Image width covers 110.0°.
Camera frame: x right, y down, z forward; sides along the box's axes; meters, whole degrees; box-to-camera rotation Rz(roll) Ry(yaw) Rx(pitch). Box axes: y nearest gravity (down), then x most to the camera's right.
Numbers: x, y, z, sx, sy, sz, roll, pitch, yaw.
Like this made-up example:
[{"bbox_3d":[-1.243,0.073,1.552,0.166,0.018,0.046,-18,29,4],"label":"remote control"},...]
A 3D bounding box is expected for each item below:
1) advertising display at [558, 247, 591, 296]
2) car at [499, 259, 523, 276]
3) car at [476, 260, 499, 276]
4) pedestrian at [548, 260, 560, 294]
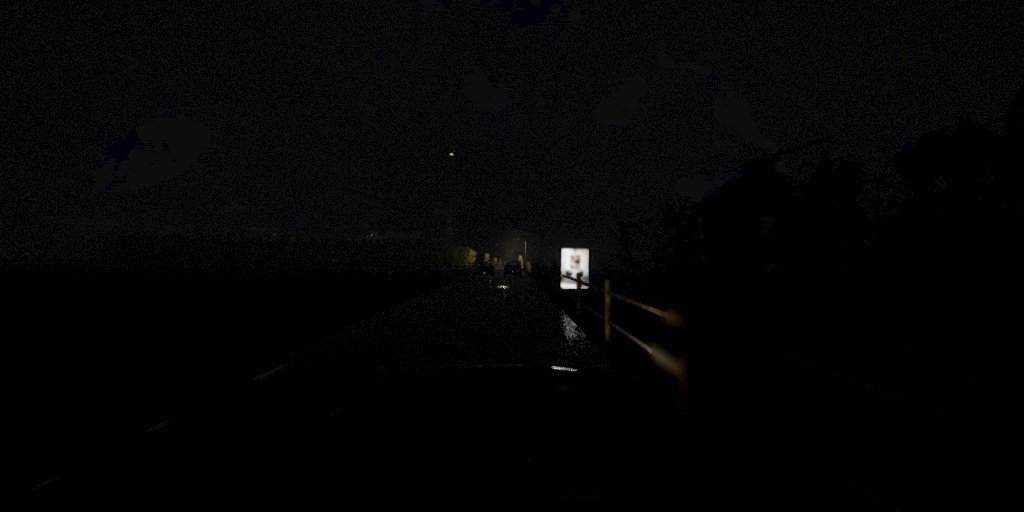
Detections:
[{"bbox_3d":[3.126,0.772,18.173,1.540,2.440,0.280,0,0,0],"label":"advertising display"},{"bbox_3d":[0.081,1.345,38.046,2.128,1.511,4.902,0,0,0],"label":"car"},{"bbox_3d":[-2.829,1.416,39.678,2.033,1.411,5.357,0,-1,0],"label":"car"},{"bbox_3d":[2.259,1.052,18.697,0.375,1.860,0.375,-1,1,-10],"label":"pedestrian"}]
